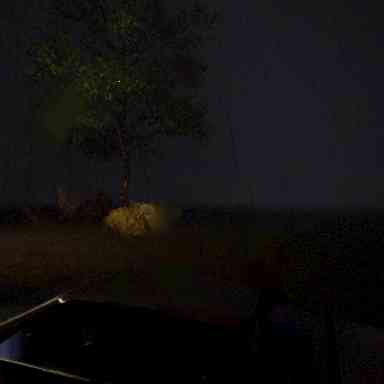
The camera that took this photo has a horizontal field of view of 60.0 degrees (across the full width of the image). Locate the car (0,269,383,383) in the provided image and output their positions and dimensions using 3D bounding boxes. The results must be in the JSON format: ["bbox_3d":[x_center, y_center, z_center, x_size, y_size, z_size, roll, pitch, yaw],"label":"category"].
[{"bbox_3d":[-0.504,1.542,3.192,5.357,1.411,2.033,0,0,21],"label":"car"}]
